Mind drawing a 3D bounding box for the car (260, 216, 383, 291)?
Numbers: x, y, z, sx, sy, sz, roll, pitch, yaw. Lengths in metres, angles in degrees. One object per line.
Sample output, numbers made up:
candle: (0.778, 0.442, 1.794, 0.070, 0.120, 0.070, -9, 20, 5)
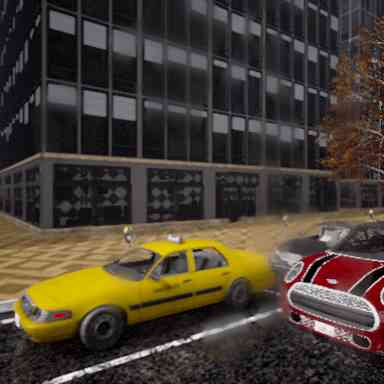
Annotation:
car: (4.241, 1.527, 9.570, 4.403, 1.369, 2.008, 0, 0, -35)

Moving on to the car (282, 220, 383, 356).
car: (3.703, 1.335, 6.010, 4.553, 1.767, 2.097, 0, 0, -35)

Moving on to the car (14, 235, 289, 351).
car: (-0.536, 1.518, 6.170, 4.829, 1.417, 1.752, 0, 0, -35)
